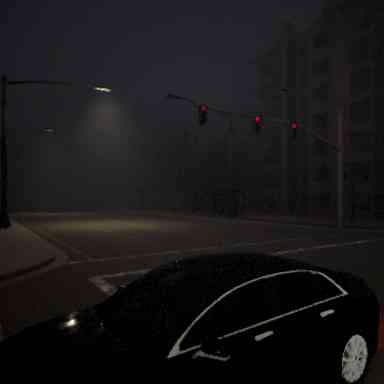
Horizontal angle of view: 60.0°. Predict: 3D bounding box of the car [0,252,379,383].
[{"bbox_3d":[0.246,1.563,3.870,4.892,1.490,1.837,0,-1,-33],"label":"car"}]
